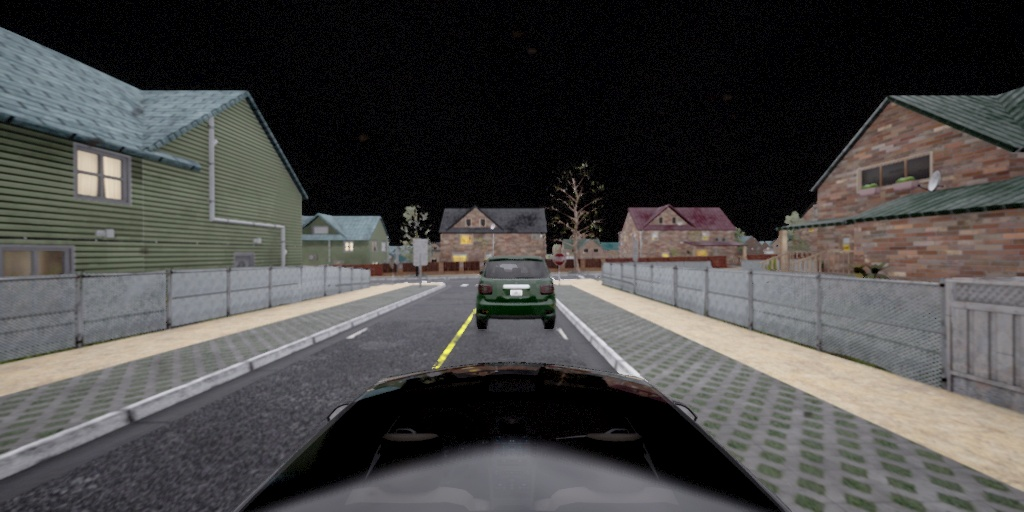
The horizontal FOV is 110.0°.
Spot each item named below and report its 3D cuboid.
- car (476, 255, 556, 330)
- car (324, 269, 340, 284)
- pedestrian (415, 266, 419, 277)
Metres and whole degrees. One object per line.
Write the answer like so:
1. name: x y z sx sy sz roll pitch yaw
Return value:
1. car: 0.099 1.019 11.476 2.150 2.045 5.566 0 -1 0
2. car: -16.507 1.805 30.597 4.674 1.442 1.812 -1 1 0
3. pedestrian: -9.640 1.206 36.462 0.375 1.860 0.375 0 2 0
